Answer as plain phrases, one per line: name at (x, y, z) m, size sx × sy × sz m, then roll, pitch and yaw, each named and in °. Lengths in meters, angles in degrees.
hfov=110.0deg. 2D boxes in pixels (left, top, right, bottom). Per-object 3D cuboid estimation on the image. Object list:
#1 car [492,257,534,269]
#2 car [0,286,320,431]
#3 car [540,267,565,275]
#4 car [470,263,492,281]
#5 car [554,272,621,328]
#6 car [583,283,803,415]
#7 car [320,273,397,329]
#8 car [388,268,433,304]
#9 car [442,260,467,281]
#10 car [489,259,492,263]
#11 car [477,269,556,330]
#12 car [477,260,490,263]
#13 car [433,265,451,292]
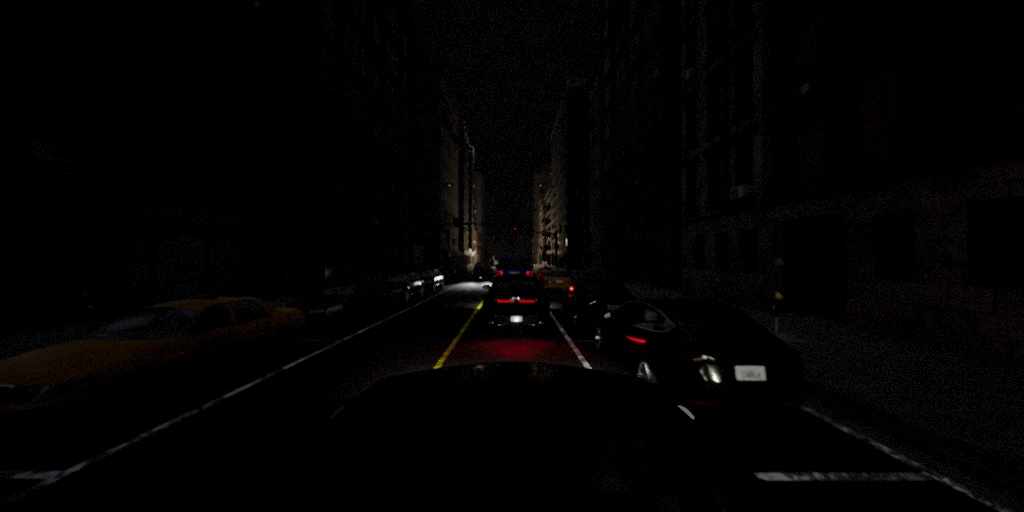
car at (0.146, 1.107, 21.490) m, size 2.150 × 2.045 × 5.566 m, roll 0°, pitch 0°, yaw 0°
car at (-5.380, 1.306, 5.897) m, size 1.751 × 1.417 × 4.829 m, roll 0°, pitch 0°, yaw 0°
car at (2.684, 1.416, 22.448) m, size 1.751 × 1.417 × 4.829 m, roll 0°, pitch 0°, yaw 0°
car at (-2.682, 1.561, 33.067) m, size 1.895 × 1.301 × 4.718 m, roll 0°, pitch 0°, yaw 0°
car at (2.658, 1.384, 11.452) m, size 1.948 × 1.339 × 4.313 m, roll 0°, pitch 0°, yaw 0°
car at (2.645, 1.347, 6.039) m, size 1.948 × 1.339 × 4.313 m, roll 0°, pitch 0°, yaw 0°
car at (-5.367, 1.400, 11.480) m, size 1.802 × 1.307 × 4.207 m, roll 0°, pitch 0°, yaw 0°
car at (-5.354, 1.405, 16.893) m, size 2.007 × 1.370 × 4.403 m, roll 0°, pitch 0°, yaw 0°
car at (-5.316, 1.275, 33.131) m, size 2.192 × 1.841 × 5.009 m, roll 0°, pitch 0°, yaw 0°
car at (-5.239, 1.711, 65.048) m, size 1.888 × 1.381 × 4.507 m, roll 0°, pitch 0°, yaw 0°
car at (0.119, 1.323, 11.308) m, size 1.837 × 1.490 × 4.892 m, roll 0°, pitch 0°, yaw 0°
car at (-5.252, 1.682, 59.594) m, size 2.007 × 1.370 × 4.403 m, roll 0°, pitch 0°, yaw 0°
car at (-5.341, 1.441, 22.306) m, size 2.007 × 1.370 × 4.403 m, roll 0°, pitch 0°, yaw 0°
